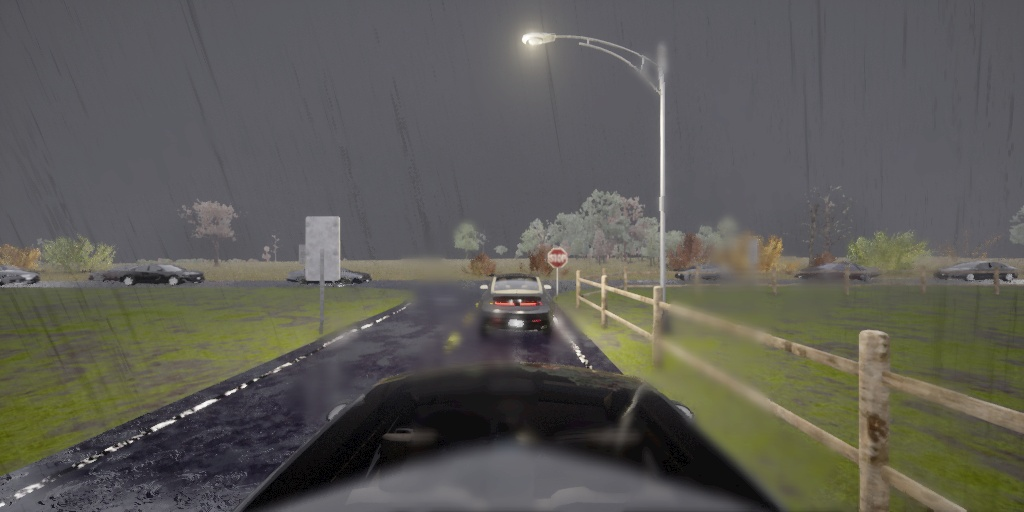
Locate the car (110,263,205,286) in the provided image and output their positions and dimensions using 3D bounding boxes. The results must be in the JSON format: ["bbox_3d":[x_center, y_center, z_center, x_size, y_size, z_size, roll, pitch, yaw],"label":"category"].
[{"bbox_3d":[-24.502,1.290,25.189,5.008,1.535,1.882,0,0,1],"label":"car"}]

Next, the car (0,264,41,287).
[{"bbox_3d":[-36.476,1.340,25.306,4.902,1.511,2.128,0,0,1],"label":"car"}]

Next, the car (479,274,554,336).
[{"bbox_3d":[0.113,1.254,10.359,1.837,1.490,4.892,0,0,0],"label":"car"}]

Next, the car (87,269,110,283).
[{"bbox_3d":[-29.843,1.374,28.196,5.357,1.411,2.033,0,0,1],"label":"car"}]

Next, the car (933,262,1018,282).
[{"bbox_3d":[35.551,1.176,27.566,4.892,1.490,1.837,0,0,1],"label":"car"}]

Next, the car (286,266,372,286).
[{"bbox_3d":[-12.668,1.327,24.954,5.357,1.411,2.033,0,0,2],"label":"car"}]

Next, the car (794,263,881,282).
[{"bbox_3d":[25.032,1.233,27.674,5.357,1.411,2.033,0,0,1],"label":"car"}]

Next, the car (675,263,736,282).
[{"bbox_3d":[14.936,1.270,27.771,4.181,1.385,1.994,0,0,0],"label":"car"}]
